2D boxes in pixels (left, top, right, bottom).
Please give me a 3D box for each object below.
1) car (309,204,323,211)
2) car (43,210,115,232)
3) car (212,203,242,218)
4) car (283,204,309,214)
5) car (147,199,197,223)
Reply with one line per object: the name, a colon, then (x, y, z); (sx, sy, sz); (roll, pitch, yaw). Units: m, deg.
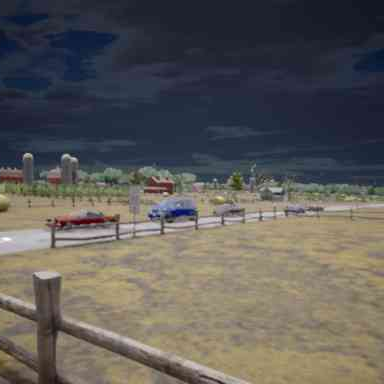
car: (21.120, 2.736, 57.272); (1.895, 1.301, 4.718); (2, 0, 36)
car: (-7.451, 1.878, 22.460); (1.895, 1.301, 4.718); (2, 0, 36)
car: (4.134, 2.115, 38.601); (1.837, 1.490, 4.892); (2, 0, 36)
car: (14.976, 2.490, 48.716); (2.033, 1.411, 5.357); (2, 0, 36)
car: (-1.677, 1.662, 30.476); (2.150, 2.045, 5.566); (2, 0, 34)
